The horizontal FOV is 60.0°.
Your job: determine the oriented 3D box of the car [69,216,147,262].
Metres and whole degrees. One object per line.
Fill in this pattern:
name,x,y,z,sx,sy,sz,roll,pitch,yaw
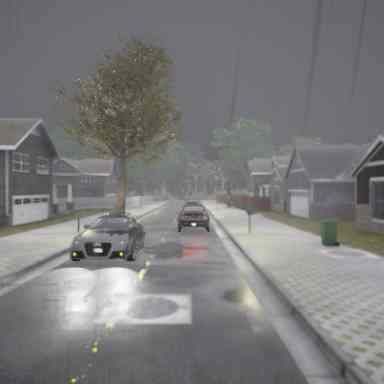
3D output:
car,-2.836,1.569,12.032,1.994,1.385,4.181,0,0,0

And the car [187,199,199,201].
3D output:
car,0.094,1.539,39.236,1.837,1.490,4.892,0,0,0

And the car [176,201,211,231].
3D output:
car,0.097,1.517,20.531,1.837,1.490,4.892,0,0,0
